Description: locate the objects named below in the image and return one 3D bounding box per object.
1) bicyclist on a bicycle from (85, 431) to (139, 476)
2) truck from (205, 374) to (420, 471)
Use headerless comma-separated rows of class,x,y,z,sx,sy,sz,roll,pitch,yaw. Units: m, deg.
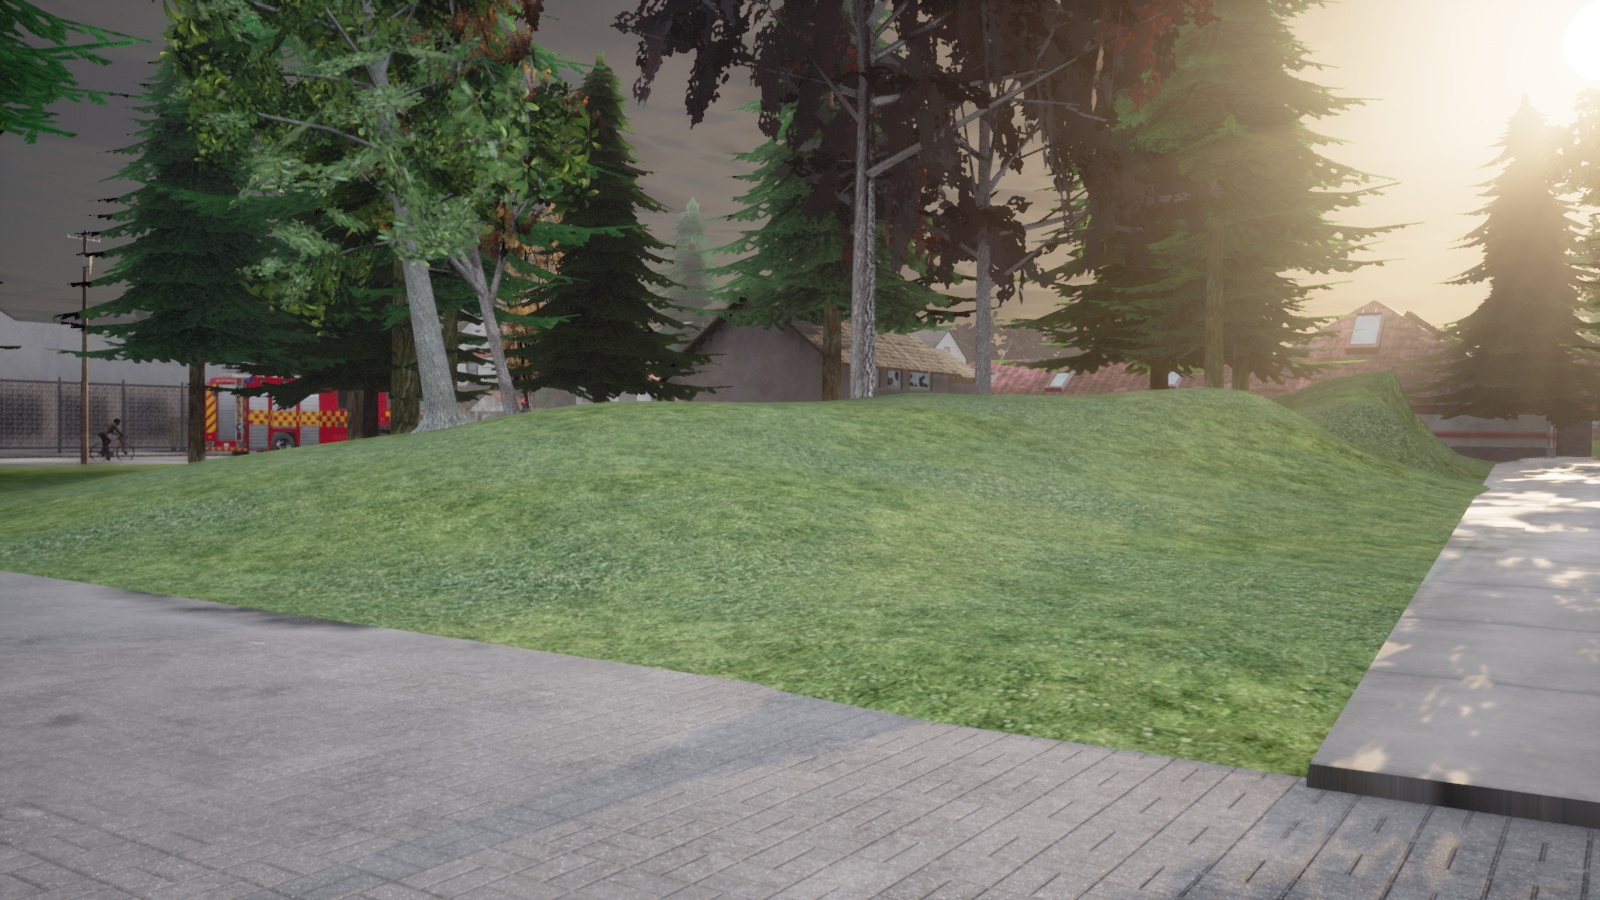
bicyclist on a bicycle,-25.486,0.119,46.553,0.582,1.620,1.656,0,1,34
truck,-20.644,-1.141,53.805,2.891,3.827,8.468,0,1,32
